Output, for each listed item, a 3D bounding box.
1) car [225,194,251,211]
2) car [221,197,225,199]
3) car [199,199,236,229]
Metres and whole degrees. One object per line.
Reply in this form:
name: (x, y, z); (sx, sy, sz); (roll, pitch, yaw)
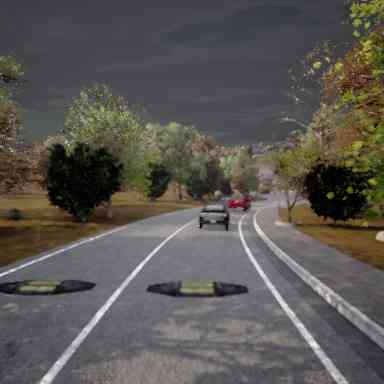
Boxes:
car: (6.085, 1.250, 41.989); (2.150, 2.045, 5.566); (1, 0, 17)
car: (5.322, 1.479, 51.046); (1.812, 1.442, 4.674); (2, 0, 21)
car: (1.559, 1.483, 21.630); (2.128, 1.511, 4.902); (1, 0, 8)
